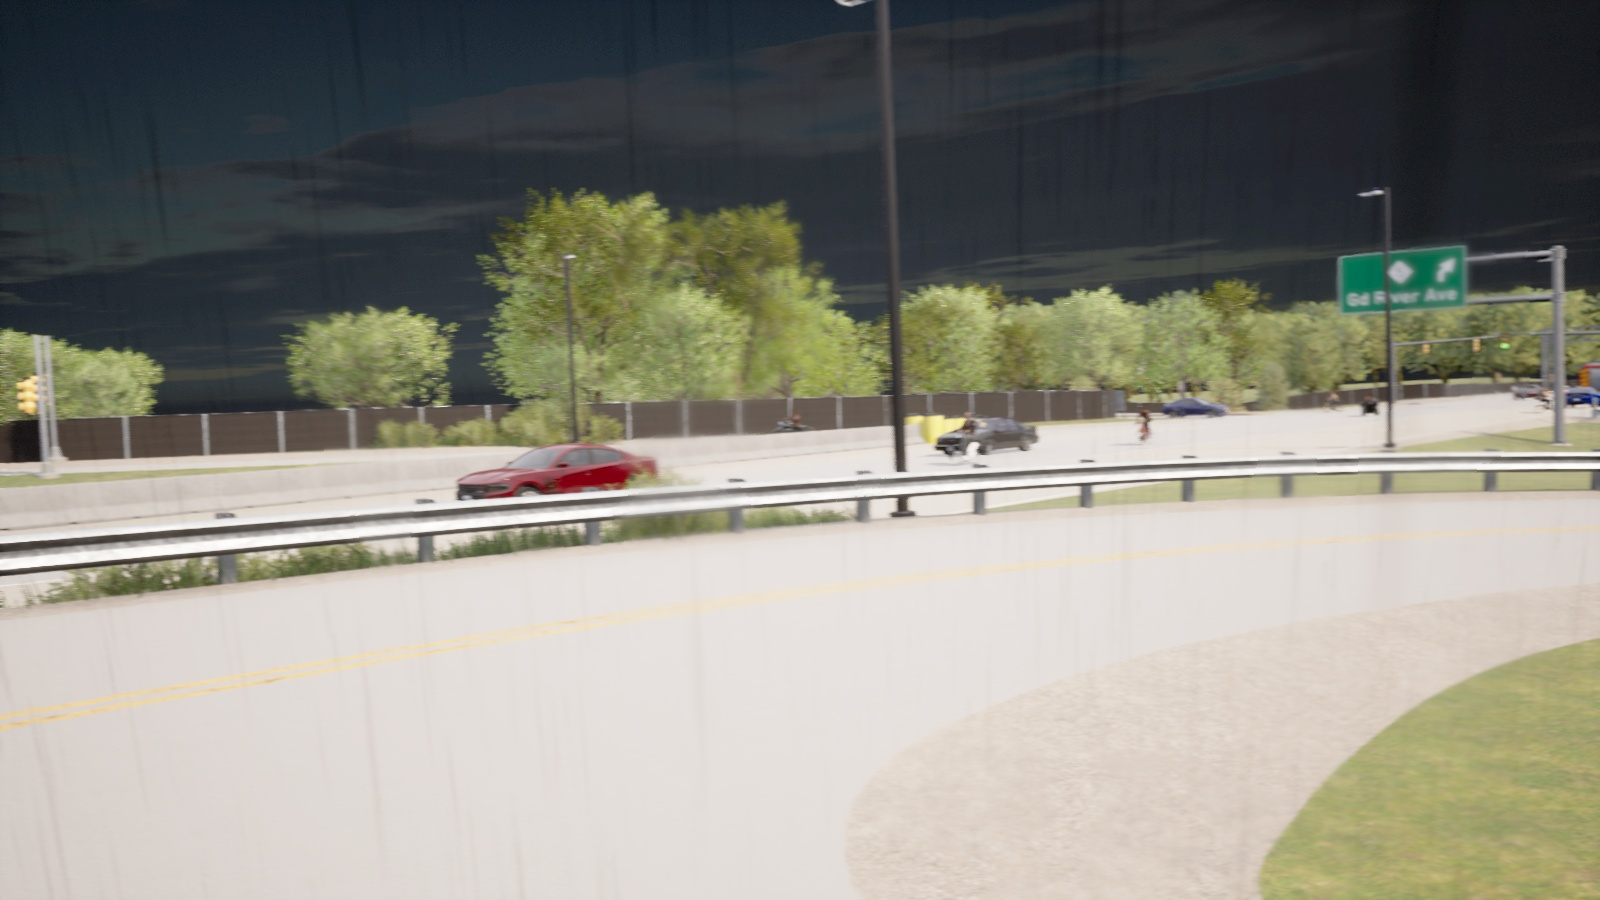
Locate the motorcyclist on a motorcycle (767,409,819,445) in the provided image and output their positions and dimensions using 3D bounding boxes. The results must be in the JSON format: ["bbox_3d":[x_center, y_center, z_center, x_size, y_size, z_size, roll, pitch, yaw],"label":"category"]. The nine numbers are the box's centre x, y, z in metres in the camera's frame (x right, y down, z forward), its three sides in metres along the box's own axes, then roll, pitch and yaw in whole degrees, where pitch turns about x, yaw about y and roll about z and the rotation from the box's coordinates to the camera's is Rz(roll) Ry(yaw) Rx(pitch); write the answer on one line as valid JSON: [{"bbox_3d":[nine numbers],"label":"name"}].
[{"bbox_3d":[-0.318,-1.120,60.393,2.350,1.649,0.766,-4,3,-27],"label":"motorcyclist on a motorcycle"}]

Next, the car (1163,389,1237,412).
[{"bbox_3d":[28.361,-3.509,89.123,4.674,1.442,1.812,-1,4,40],"label":"car"}]

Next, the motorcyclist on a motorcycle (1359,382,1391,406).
[{"bbox_3d":[37.443,-3.646,81.801,0.797,1.523,2.044,-6,3,-7],"label":"motorcyclist on a motorcycle"}]

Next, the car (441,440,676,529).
[{"bbox_3d":[-5.284,0.704,28.104,1.882,1.535,5.008,-1,3,40],"label":"car"}]

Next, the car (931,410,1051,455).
[{"bbox_3d":[7.441,-0.708,48.586,2.033,1.411,5.357,-1,3,40],"label":"car"}]

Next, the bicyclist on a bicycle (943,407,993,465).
[{"bbox_3d":[5.484,-0.464,40.850,0.659,1.776,1.843,-1,3,40],"label":"bicyclist on a bicycle"}]
